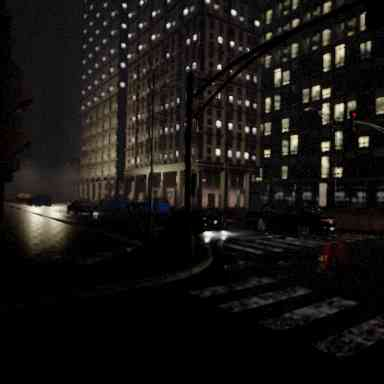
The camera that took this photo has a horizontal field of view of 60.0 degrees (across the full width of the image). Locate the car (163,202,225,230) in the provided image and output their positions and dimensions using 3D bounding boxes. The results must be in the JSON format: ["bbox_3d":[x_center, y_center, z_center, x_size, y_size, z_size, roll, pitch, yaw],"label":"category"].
[{"bbox_3d":[0.256,1.600,21.323,1.994,1.385,4.181,2,-1,-35],"label":"car"}]

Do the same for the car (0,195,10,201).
[{"bbox_3d":[-46.862,1.432,83.344,1.752,1.417,4.829,2,-1,-35],"label":"car"}]

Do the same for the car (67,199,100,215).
[{"bbox_3d":[-11.037,1.496,32.782,2.008,1.369,4.403,2,-1,-35],"label":"car"}]

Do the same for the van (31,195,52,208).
[{"bbox_3d":[-20.829,1.265,46.612,1.690,1.788,3.998,2,-1,-35],"label":"van"}]

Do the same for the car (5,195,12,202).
[{"bbox_3d":[-37.162,1.464,69.654,1.947,1.339,4.313,2,-1,-35],"label":"car"}]

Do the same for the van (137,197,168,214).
[{"bbox_3d":[-4.196,1.510,37.628,1.690,1.788,3.998,2,-1,-35],"label":"van"}]

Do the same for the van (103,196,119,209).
[{"bbox_3d":[-10.727,1.496,46.847,1.690,1.788,3.998,2,-1,-35],"label":"van"}]

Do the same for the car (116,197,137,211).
[{"bbox_3d":[-7.467,1.712,42.234,2.008,1.369,4.403,2,-1,-35],"label":"car"}]

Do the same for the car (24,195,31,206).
[{"bbox_3d":[-24.100,1.500,51.217,1.802,1.307,4.206,2,-1,-35],"label":"car"}]

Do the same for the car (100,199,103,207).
[{"bbox_3d":[-12.976,1.553,40.022,2.033,1.411,5.357,2,-1,-35],"label":"car"}]

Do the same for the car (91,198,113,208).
[{"bbox_3d":[-13.998,1.714,51.452,1.947,1.339,4.313,2,-1,-35],"label":"car"}]

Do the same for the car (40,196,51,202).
[{"bbox_3d":[-36.858,1.697,83.714,1.802,1.307,4.206,2,-1,-35],"label":"car"}]

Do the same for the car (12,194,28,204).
[{"bbox_3d":[-30.625,1.223,60.439,2.192,1.841,5.009,2,-1,-35],"label":"car"}]

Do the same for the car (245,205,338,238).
[{"bbox_3d":[5.624,1.620,18.561,2.128,1.511,4.902,1,-1,-35],"label":"car"}]
